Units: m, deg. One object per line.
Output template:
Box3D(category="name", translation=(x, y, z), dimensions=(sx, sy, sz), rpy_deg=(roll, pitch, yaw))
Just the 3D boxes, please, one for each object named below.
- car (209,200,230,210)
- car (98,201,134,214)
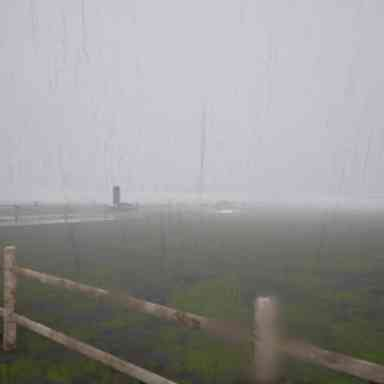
Box3D(category="car", translation=(4.908, 2.138, 58.528), dimensions=(2.097, 1.767, 4.553), rpy_deg=(0, -1, 36))
Box3D(category="car", translation=(-8.895, 1.845, 39.319), dimensions=(1.812, 1.442, 4.674), rpy_deg=(0, -1, 36))
